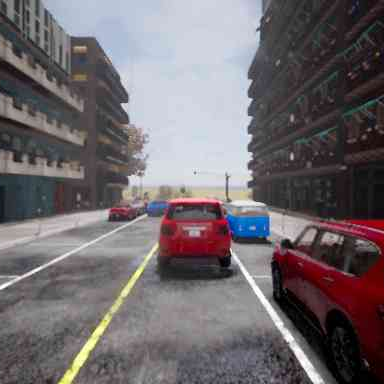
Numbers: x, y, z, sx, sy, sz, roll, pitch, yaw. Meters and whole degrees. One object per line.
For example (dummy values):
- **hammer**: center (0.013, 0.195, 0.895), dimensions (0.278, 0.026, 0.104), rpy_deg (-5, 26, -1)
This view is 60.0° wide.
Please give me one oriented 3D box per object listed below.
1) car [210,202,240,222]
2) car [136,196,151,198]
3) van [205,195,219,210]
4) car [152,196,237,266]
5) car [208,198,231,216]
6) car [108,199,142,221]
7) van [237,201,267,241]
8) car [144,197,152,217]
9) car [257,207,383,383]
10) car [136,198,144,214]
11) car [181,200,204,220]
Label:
- **car**: center (2.663, 1.585, 27.850), dimensions (2.008, 1.369, 4.403), rpy_deg (-1, 0, 0)
- **car**: center (-5.727, 1.358, 39.126), dimensions (2.192, 1.841, 5.009), rpy_deg (-1, 0, 0)
- **van**: center (2.650, 1.386, 44.844), dimensions (1.690, 1.788, 3.998), rpy_deg (-1, 0, 0)
- **car**: center (0.078, 1.238, 11.761), dimensions (2.150, 2.045, 5.566), rpy_deg (0, 0, 0)
- **car**: center (2.658, 1.479, 33.516), dimensions (1.967, 1.590, 4.097), rpy_deg (-1, 0, 0)
- **car**: center (-5.718, 1.579, 27.796), dimensions (1.887, 1.381, 4.507), rpy_deg (-1, 0, 0)
- **van**: center (2.666, 1.364, 16.520), dimensions (1.690, 1.788, 3.998), rpy_deg (-1, 0, 0)
- **car**: center (-3.118, 1.516, 32.022), dimensions (1.882, 1.535, 5.008), rpy_deg (0, 0, 0)
- **car**: center (2.672, 1.323, 5.190), dimensions (2.192, 1.841, 5.009), rpy_deg (-1, 0, 0)
- **car**: center (-5.721, 1.590, 33.462), dimensions (2.008, 1.369, 4.403), rpy_deg (-1, 0, 0)
- **car**: center (0.073, 1.514, 29.478), dimensions (1.882, 1.535, 5.008), rpy_deg (0, 0, 0)
